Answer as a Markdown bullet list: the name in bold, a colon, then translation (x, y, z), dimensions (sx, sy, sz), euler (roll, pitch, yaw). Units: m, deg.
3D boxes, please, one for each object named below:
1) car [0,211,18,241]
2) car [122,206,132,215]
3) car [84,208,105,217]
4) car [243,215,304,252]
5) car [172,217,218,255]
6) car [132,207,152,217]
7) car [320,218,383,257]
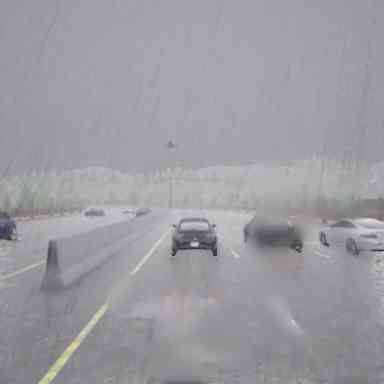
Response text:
- **car**: translation (-10.594, 1.718, 16.292), dimensions (2.097, 1.767, 4.553), euler (0, -2, 0)
- **car**: translation (-11.091, 3.240, 58.557), dimensions (1.812, 1.442, 4.674), euler (0, -2, -5)
- **car**: translation (-14.098, 2.989, 48.322), dimensions (1.895, 1.301, 4.718), euler (0, -2, 0)
- **car**: translation (3.603, 1.819, 15.476), dimensions (1.882, 1.535, 5.008), euler (0, -2, 0)
- **car**: translation (0.104, 1.838, 14.579), dimensions (1.812, 1.442, 4.674), euler (0, -2, 0)
- **car**: translation (-7.085, 2.980, 49.715), dimensions (2.033, 1.411, 5.357), euler (0, -2, 0)
- **car**: translation (7.103, 1.828, 14.253), dimensions (1.812, 1.442, 4.674), euler (0, -2, 0)
